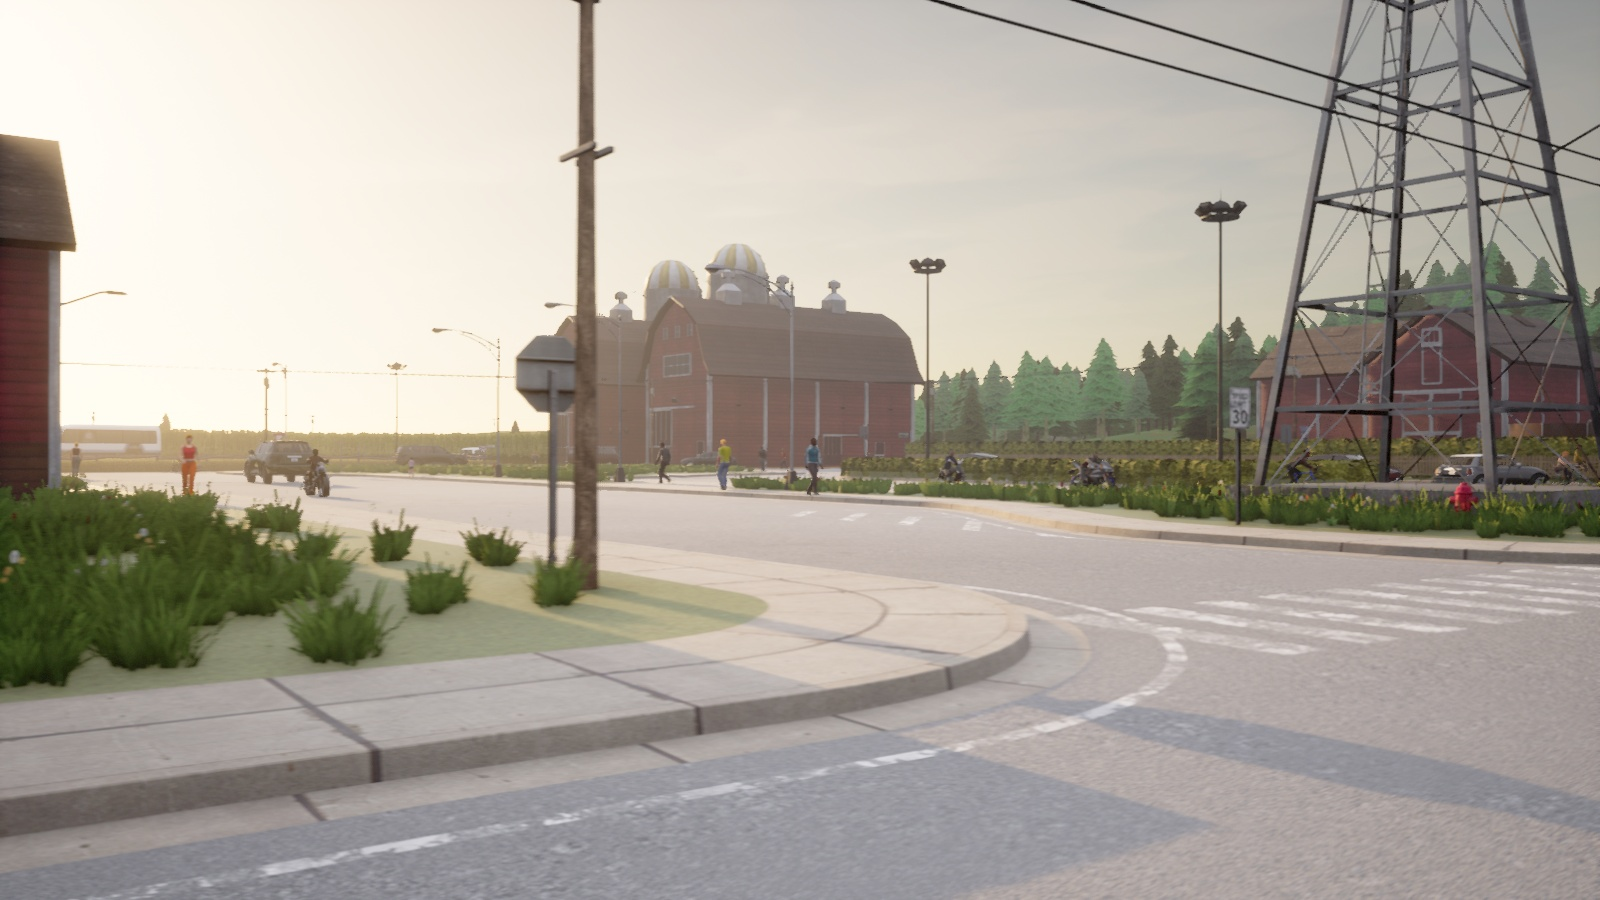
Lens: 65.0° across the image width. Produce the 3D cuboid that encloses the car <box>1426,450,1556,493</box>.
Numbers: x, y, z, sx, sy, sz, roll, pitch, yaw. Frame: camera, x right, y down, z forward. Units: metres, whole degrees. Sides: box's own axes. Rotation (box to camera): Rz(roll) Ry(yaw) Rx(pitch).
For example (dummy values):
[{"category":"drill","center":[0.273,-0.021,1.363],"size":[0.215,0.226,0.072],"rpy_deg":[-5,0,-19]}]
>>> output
[{"category":"car","center":[24.404,0.730,44.358],"size":[3.806,1.475,1.970],"rpy_deg":[0,0,-19]}]

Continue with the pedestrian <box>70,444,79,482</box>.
[{"category":"pedestrian","center":[-35.272,0.620,61.073],"size":[0.345,1.836,0.594],"rpy_deg":[0,0,-32]}]

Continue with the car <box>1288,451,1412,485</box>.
[{"category":"car","center":[25.320,0.789,57.932],"size":[2.163,1.488,4.792],"rpy_deg":[0,0,-35]}]

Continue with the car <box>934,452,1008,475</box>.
[{"category":"car","center":[11.380,0.879,83.819],"size":[2.163,1.488,4.792],"rpy_deg":[0,0,-35]}]

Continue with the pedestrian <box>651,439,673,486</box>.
[{"category":"pedestrian","center":[-5.768,0.522,52.474],"size":[0.788,1.949,0.423],"rpy_deg":[0,0,33]}]

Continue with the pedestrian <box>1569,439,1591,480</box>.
[{"category":"pedestrian","center":[35.295,0.414,56.816],"size":[0.370,1.835,0.726],"rpy_deg":[0,0,-35]}]

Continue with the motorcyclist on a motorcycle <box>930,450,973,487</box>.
[{"category":"motorcyclist on a motorcycle","center":[6.565,0.787,54.546],"size":[0.866,1.590,1.817],"rpy_deg":[0,-1,-35]}]

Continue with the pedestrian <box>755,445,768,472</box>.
[{"category":"pedestrian","center":[-2.621,0.577,85.632],"size":[0.563,1.883,0.849],"rpy_deg":[0,0,24]}]

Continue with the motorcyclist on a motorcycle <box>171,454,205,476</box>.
[{"category":"motorcyclist on a motorcycle","center":[-42.984,1.022,88.254],"size":[2.044,1.523,0.797],"rpy_deg":[0,0,-35]}]

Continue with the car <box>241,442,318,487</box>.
[{"category":"car","center":[-24.819,0.651,59.725],"size":[2.150,2.045,5.566],"rpy_deg":[0,0,-36]}]

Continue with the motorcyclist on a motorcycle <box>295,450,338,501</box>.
[{"category":"motorcyclist on a motorcycle","center":[-16.014,0.822,41.563],"size":[0.766,1.649,2.350],"rpy_deg":[0,0,-36]}]

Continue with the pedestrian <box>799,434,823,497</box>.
[{"category":"pedestrian","center":[0.337,0.476,38.751],"size":[0.396,1.930,0.692],"rpy_deg":[0,0,-35]}]

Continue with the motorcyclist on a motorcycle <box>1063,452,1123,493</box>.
[{"category":"motorcyclist on a motorcycle","center":[11.191,0.844,48.084],"size":[0.866,1.530,2.191],"rpy_deg":[0,0,-36]}]

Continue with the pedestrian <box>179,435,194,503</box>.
[{"category":"pedestrian","center":[-16.686,0.514,34.147],"size":[0.345,1.836,0.594],"rpy_deg":[0,0,-28]}]

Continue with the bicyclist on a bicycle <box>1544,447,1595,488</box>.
[{"category":"bicyclist on a bicycle","center":[30.757,0.695,50.221],"size":[0.866,1.612,1.509],"rpy_deg":[0,0,-35]}]

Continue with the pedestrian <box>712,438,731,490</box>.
[{"category":"pedestrian","center":[-2.770,0.495,44.217],"size":[0.354,1.836,0.706],"rpy_deg":[0,0,-37]}]
